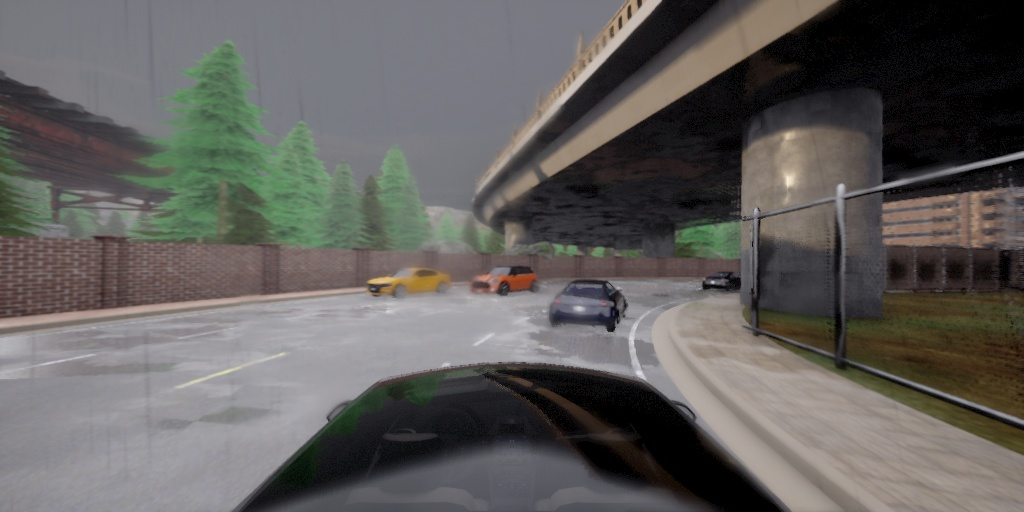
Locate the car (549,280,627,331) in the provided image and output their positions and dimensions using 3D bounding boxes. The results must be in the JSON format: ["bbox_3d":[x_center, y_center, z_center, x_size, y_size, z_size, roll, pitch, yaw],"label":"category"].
[{"bbox_3d":[2.621,1.475,11.853,1.994,1.385,4.181,0,-1,22],"label":"car"}]

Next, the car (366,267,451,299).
[{"bbox_3d":[-5.433,1.378,19.428,1.882,1.535,5.008,0,-1,31],"label":"car"}]

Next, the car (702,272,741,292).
[{"bbox_3d":[15.617,1.815,25.709,4.181,1.385,1.994,1,-1,-29],"label":"car"}]

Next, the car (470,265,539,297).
[{"bbox_3d":[-0.360,1.336,20.895,2.097,1.767,4.553,0,-1,37],"label":"car"}]
